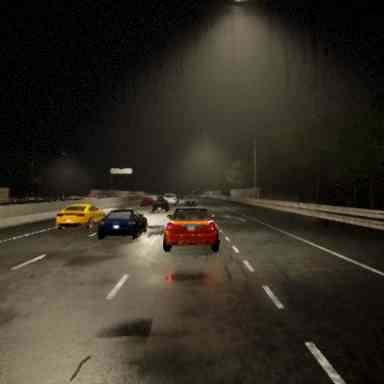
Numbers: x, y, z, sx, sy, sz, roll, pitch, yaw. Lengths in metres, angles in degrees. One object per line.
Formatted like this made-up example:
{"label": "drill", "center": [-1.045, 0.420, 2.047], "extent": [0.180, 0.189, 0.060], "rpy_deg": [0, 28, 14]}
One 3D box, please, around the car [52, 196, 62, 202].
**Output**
{"label": "car", "center": [-28.250, 1.578, 70.973], "extent": [1.837, 1.490, 4.892], "rpy_deg": [0, 0, 0]}

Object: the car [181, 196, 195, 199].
{"label": "car", "center": [-0.167, 1.637, 48.485], "extent": [2.033, 1.411, 5.357], "rpy_deg": [0, 0, 0]}

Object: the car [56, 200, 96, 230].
{"label": "car", "center": [-7.061, 1.520, 21.535], "extent": [1.882, 1.535, 5.008], "rpy_deg": [0, 0, 0]}

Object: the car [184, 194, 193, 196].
{"label": "car", "center": [-0.267, 1.686, 75.512], "extent": [2.128, 1.511, 4.902], "rpy_deg": [0, 0, 0]}

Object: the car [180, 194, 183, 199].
{"label": "car", "center": [-3.759, 1.686, 73.518], "extent": [2.128, 1.511, 4.902], "rpy_deg": [0, 0, 0]}

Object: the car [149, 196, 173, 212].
{"label": "car", "center": [-3.627, 1.581, 39.517], "extent": [1.837, 1.490, 4.892], "rpy_deg": [0, 0, 0]}

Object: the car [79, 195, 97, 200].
{"label": "car", "center": [-21.245, 1.449, 69.644], "extent": [2.097, 1.767, 4.553], "rpy_deg": [0, 0, 0]}

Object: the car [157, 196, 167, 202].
{"label": "car", "center": [-7.286, 1.665, 80.544], "extent": [1.882, 1.535, 5.008], "rpy_deg": [0, 0, 0]}

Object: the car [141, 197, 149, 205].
{"label": "car", "center": [-7.188, 1.595, 54.519], "extent": [1.882, 1.535, 5.008], "rpy_deg": [0, 0, 0]}

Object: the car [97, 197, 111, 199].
{"label": "car", "center": [-17.745, 1.640, 69.627], "extent": [1.994, 1.385, 4.181], "rpy_deg": [0, 0, 0]}

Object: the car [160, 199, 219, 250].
{"label": "car", "center": [-0.036, 1.369, 14.457], "extent": [2.097, 1.767, 4.553], "rpy_deg": [0, 0, 0]}

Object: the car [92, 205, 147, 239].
{"label": "car", "center": [-3.546, 1.593, 17.512], "extent": [1.994, 1.385, 4.181], "rpy_deg": [0, 0, 0]}

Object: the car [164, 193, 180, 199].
{"label": "car", "center": [-3.695, 1.338, 56.565], "extent": [2.150, 2.045, 5.566], "rpy_deg": [0, 0, 0]}

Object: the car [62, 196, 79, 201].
{"label": "car", "center": [-24.745, 1.624, 69.601], "extent": [2.128, 1.511, 4.902], "rpy_deg": [0, 0, 0]}
